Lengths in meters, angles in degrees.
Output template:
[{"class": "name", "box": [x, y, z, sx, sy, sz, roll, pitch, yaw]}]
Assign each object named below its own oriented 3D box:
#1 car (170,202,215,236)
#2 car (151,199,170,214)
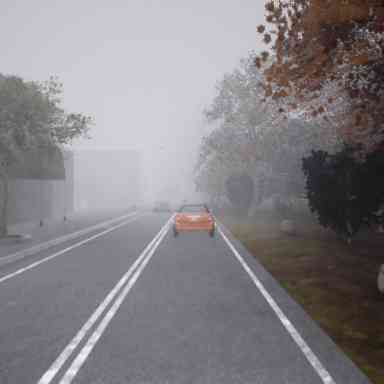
[{"class": "car", "box": [0.098, 1.355, 18.484, 2.097, 1.767, 4.553, 0, 0, 0]}, {"class": "car", "box": [-3.324, 1.583, 36.828, 1.837, 1.490, 4.892, 0, 0, 0]}]
